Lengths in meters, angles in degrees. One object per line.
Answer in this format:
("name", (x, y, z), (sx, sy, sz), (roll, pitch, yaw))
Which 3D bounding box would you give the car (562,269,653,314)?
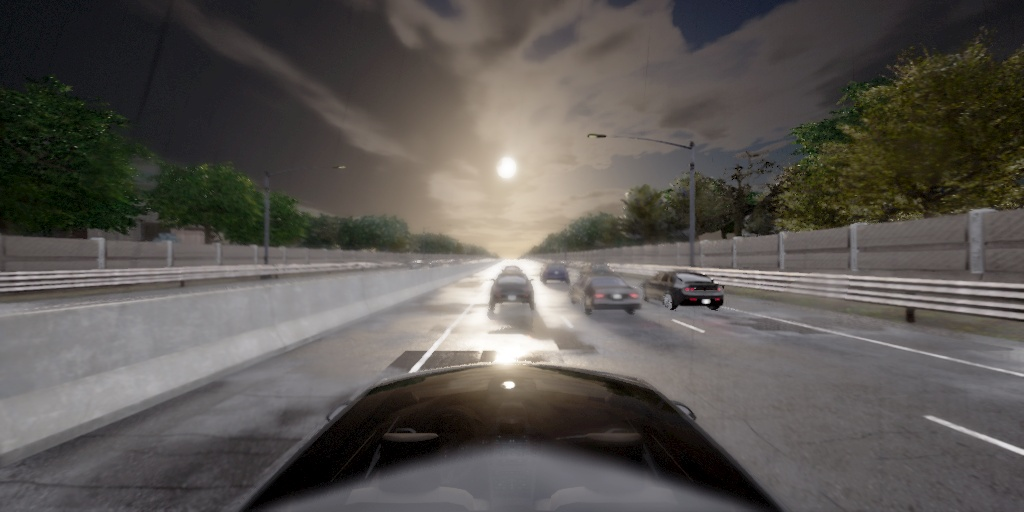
("car", (3.506, 1.419, 14.392), (2.033, 1.411, 5.357), (0, 0, 0))

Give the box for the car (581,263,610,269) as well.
("car", (7.016, 1.355, 30.284), (2.097, 1.767, 4.553), (0, -1, 0))

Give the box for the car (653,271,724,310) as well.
("car", (7.017, 1.387, 15.338), (1.837, 1.490, 4.892), (0, 0, 0))

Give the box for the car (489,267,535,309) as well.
("car", (0.021, 1.409, 15.754), (1.812, 1.442, 4.674), (0, 0, 1))

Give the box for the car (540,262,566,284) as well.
("car", (3.516, 1.355, 30.283), (2.097, 1.767, 4.553), (0, -1, 0))
